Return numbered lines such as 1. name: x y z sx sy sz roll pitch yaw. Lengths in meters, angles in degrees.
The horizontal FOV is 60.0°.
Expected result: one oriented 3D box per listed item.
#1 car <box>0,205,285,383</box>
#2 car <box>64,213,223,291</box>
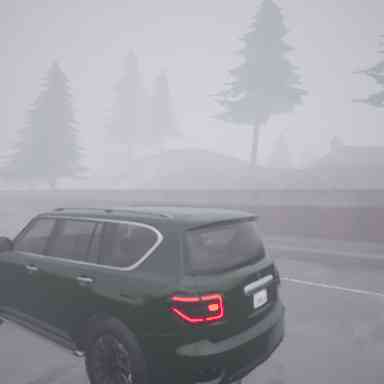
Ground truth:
1. car: -1.407 1.217 5.162 5.566 2.045 2.150 0 0 37
2. car: -1.632 1.499 9.841 4.892 1.490 1.837 0 0 39
